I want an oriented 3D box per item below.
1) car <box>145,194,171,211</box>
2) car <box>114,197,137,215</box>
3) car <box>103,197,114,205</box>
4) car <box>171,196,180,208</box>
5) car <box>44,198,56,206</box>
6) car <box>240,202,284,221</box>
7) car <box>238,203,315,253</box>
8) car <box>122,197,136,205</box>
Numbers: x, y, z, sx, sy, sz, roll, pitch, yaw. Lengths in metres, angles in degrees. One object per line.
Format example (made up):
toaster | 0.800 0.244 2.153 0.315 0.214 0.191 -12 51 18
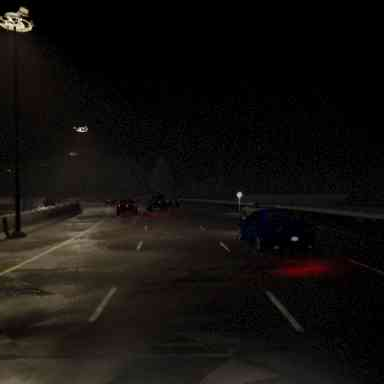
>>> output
car | -4.542 1.299 41.570 2.150 2.045 5.566 0 0 -15
car | -7.204 1.473 36.509 2.097 1.767 4.553 -1 0 -13
car | -15.943 1.752 64.471 2.128 1.511 4.902 -1 0 -24
car | -3.360 1.415 49.756 2.097 1.767 4.553 -1 0 -17
car | -26.441 1.869 61.903 2.128 1.511 4.902 -1 0 -22
car | 5.570 1.521 27.042 1.895 1.301 4.718 -1 0 -9
car | 3.236 1.431 13.667 1.882 1.535 5.008 0 0 -5
car | -12.334 1.732 64.951 1.812 1.442 4.674 0 0 -23
